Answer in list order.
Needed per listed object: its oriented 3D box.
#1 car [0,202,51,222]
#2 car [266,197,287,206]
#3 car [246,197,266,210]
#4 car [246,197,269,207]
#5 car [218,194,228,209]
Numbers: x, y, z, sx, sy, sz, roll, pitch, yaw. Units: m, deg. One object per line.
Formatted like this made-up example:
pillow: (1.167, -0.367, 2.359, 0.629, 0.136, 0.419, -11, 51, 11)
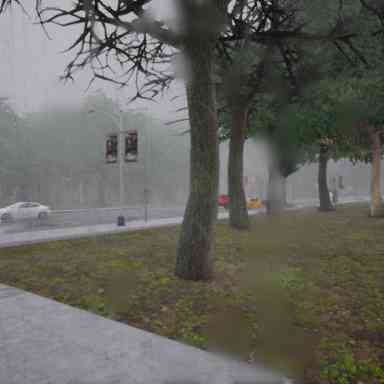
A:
car: (-13.658, 1.539, 26.641, 1.812, 1.442, 4.674, 0, 0, 35)
car: (13.625, 1.565, 53.505, 1.882, 1.535, 5.008, 0, 0, 36)
car: (7.827, 1.546, 45.308, 1.882, 1.535, 5.008, 0, 0, 36)
car: (10.914, 1.587, 55.302, 1.837, 1.490, 4.892, 0, 0, 36)
car: (4.830, 1.285, 46.714, 2.150, 2.045, 5.566, 0, 0, 36)
